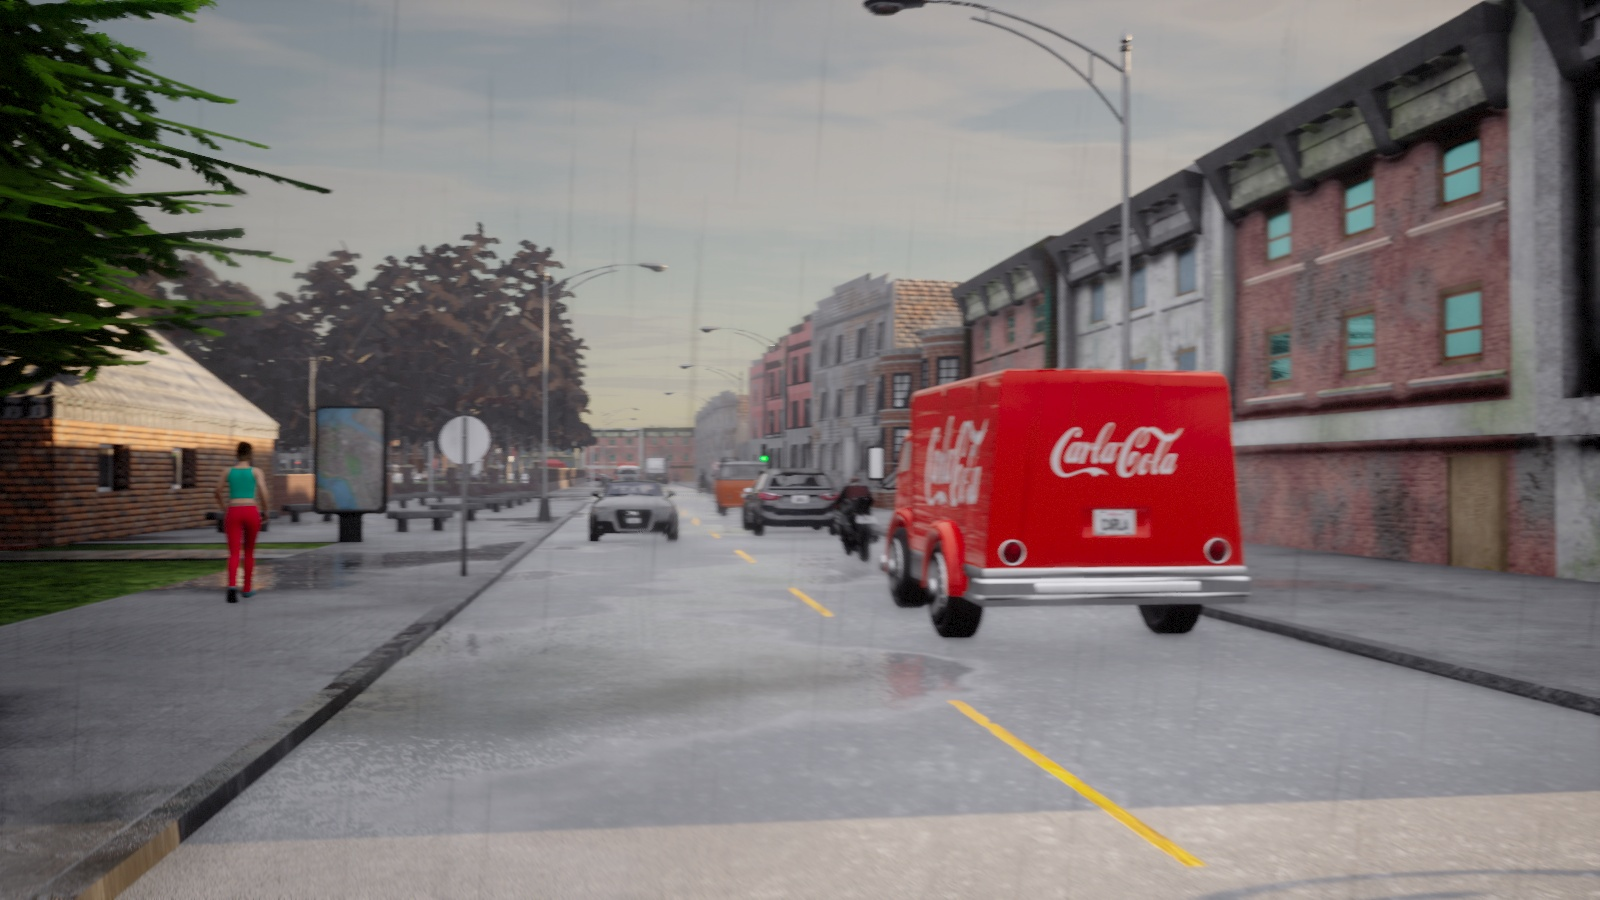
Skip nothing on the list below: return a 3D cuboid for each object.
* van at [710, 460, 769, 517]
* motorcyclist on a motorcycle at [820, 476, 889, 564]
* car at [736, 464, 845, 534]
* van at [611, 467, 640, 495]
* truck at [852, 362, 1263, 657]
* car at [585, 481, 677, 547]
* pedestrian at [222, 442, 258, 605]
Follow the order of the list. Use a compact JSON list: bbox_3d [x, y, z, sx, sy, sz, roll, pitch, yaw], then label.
[{"bbox_3d":[-2.290,1.405,46.356,1.775,1.987,4.442,0,-1,-8],"label":"van"},{"bbox_3d":[0.964,1.250,23.016,0.866,1.530,2.191,0,-1,-8],"label":"motorcyclist on a motorcycle"},{"bbox_3d":[-0.346,1.232,32.418,2.242,1.667,4.611,0,-2,-8],"label":"car"},{"bbox_3d":[-12.917,2.281,92.962,2.069,2.038,4.480,0,-1,-8],"label":"van"},{"bbox_3d":[2.320,0.543,13.243,2.627,2.467,5.204,0,-1,-8],"label":"truck"},{"bbox_3d":[-3.954,1.428,29.340,1.994,1.385,4.181,0,-1,-8],"label":"car"},{"bbox_3d":[-6.444,0.829,14.454,0.345,1.836,0.594,0,-1,-21],"label":"pedestrian"}]
